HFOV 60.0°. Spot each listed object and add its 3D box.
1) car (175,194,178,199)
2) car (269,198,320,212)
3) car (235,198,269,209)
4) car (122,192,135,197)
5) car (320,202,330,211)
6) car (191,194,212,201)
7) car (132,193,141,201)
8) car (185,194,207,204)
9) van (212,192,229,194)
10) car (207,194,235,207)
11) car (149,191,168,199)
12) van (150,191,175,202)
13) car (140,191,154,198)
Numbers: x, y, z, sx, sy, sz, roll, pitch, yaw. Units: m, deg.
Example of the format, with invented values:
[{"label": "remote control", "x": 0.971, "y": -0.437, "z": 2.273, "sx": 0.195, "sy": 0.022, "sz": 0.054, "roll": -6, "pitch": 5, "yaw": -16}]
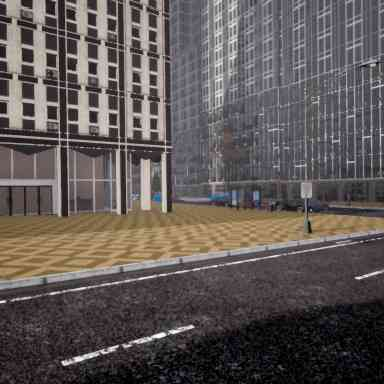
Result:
[{"label": "car", "x": -4.700, "y": 0.941, "z": 72.817, "sx": 1.802, "sy": 1.307, "sz": 4.206, "roll": 0, "pitch": 1, "yaw": -34}, {"label": "car", "x": 10.747, "y": 1.428, "z": 35.180, "sx": 1.947, "sy": 1.339, "sz": 4.313, "roll": 0, "pitch": 1, "yaw": -34}, {"label": "car", "x": 7.551, "y": 1.392, "z": 39.883, "sx": 1.802, "sy": 1.307, "sz": 4.206, "roll": 0, "pitch": 1, "yaw": -34}, {"label": "car", "x": -17.540, "y": 0.693, "z": 91.577, "sx": 2.008, "sy": 1.369, "sz": 4.403, "roll": 0, "pitch": 1, "yaw": -34}, {"label": "car", "x": 12.622, "y": 1.360, "z": 37.244, "sx": 2.033, "sy": 1.411, "sz": 5.357, "roll": -1, "pitch": 1, "yaw": -34}, {"label": "car", "x": 1.721, "y": 1.048, "z": 63.436, "sx": 1.802, "sy": 1.307, "sz": 4.206, "roll": 0, "pitch": 1, "yaw": -34}, {"label": "car", "x": -11.616, "y": 1.043, "z": 68.085, "sx": 2.008, "sy": 1.369, "sz": 4.403, "roll": 0, "pitch": 1, "yaw": -34}, {"label": "car", "x": 0.932, "y": 1.224, "z": 54.364, "sx": 1.895, "sy": 1.301, "sz": 4.718, "roll": -1, "pitch": 1, "yaw": -34}, {"label": "van", "x": 4.930, "y": 0.860, "z": 58.743, "sx": 1.690, "sy": 1.788, "sz": 3.998, "roll": 0, "pitch": 1, "yaw": -34}, {"label": "car", "x": 4.390, "y": 1.323, "z": 44.605, "sx": 1.947, "sy": 1.339, "sz": 4.313, "roll": 0, "pitch": 1, "yaw": -34}, {"label": "car", "x": -7.910, "y": 0.620, "z": 77.504, "sx": 2.192, "sy": 1.841, "sz": 5.009, "roll": 0, "pitch": 1, "yaw": -34}, {"label": "van", "x": -5.195, "y": 0.941, "z": 58.702, "sx": 1.690, "sy": 1.788, "sz": 3.998, "roll": 0, "pitch": 1, "yaw": -34}, {"label": "car", "x": -11.120, "y": 0.691, "z": 82.195, "sx": 1.967, "sy": 1.590, "sz": 4.097, "roll": 0, "pitch": 1, "yaw": -34}]
